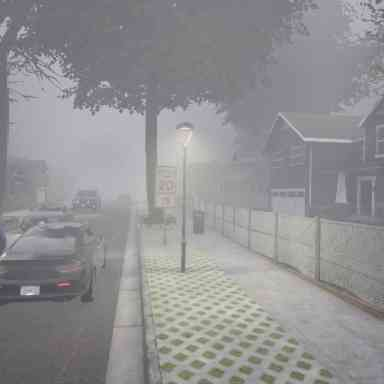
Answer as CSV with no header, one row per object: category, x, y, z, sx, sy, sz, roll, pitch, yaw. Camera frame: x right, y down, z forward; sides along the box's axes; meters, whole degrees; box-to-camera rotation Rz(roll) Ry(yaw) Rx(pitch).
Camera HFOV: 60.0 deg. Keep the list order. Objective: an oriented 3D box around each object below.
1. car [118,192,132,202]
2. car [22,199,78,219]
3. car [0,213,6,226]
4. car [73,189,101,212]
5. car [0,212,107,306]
car,-10.515,0.800,51.926,1.837,1.490,4.892,1,1,-10
car,-7.713,1.313,18.057,1.994,1.385,4.181,1,1,-10
car,-5.803,1.101,6.886,2.150,2.045,5.566,1,1,-10
car,-10.093,0.782,32.122,2.150,2.045,5.566,1,1,-9
car,-3.063,1.439,7.768,1.812,1.442,4.674,1,1,-10
